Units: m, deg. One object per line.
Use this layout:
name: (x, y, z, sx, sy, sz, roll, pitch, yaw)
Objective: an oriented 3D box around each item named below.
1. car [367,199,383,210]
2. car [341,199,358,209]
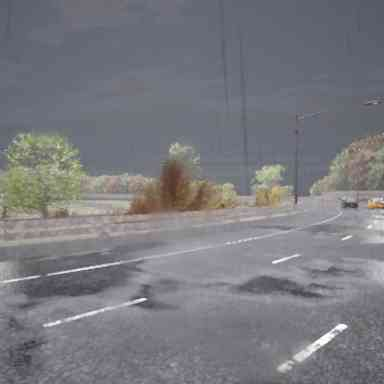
car: (27.071, 1.815, 48.714, 1.882, 1.535, 5.008, 0, 0, 19)
car: (24.144, 1.808, 50.967, 1.882, 1.535, 5.008, 0, 0, 18)
